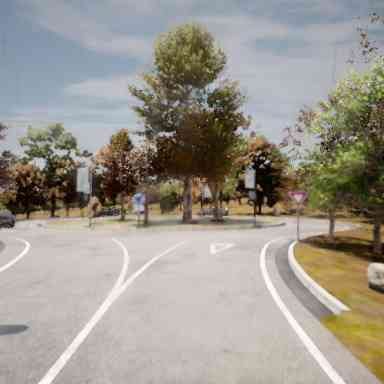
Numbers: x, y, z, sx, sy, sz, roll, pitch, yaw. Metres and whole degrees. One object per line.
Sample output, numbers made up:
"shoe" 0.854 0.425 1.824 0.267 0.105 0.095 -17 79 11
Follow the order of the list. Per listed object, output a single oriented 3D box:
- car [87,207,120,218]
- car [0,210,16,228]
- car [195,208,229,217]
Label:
"car" -13.648 3.151 51.363 4.892 1.490 1.837 0 -3 -36
"car" -17.160 2.429 30.066 1.837 1.490 4.892 0 -2 -29
"car" 3.225 3.332 53.992 5.357 1.411 2.033 0 -2 22
